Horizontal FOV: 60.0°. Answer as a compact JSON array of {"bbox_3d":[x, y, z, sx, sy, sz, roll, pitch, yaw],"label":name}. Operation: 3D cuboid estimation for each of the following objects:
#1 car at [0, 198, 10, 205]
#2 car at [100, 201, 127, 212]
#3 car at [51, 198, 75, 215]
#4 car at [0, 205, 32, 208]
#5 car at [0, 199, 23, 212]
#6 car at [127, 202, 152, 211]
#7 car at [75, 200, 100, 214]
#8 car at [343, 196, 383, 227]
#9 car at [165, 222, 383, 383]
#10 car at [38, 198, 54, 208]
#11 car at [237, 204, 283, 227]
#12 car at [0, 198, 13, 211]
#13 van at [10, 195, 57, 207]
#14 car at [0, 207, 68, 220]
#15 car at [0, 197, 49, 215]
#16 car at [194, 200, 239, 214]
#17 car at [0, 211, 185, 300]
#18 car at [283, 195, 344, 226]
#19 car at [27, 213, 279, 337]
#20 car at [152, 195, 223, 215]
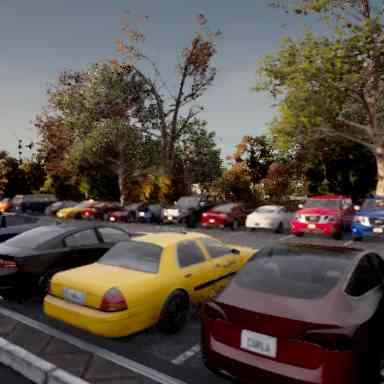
[{"bbox_3d":[-11.712,1.230,14.851,2.435,2.045,5.566,0,0,35],"label":"car"},{"bbox_3d":[-4.273,1.512,25.540,2.163,1.488,4.792,0,0,35],"label":"car"},{"bbox_3d":[-8.903,1.492,28.642,1.946,1.575,5.366,0,0,35],"label":"car"},{"bbox_3d":[-9.443,1.476,13.197,2.231,1.521,4.892,0,0,35],"label":"car"},{"bbox_3d":[-22.399,1.590,38.491,2.002,1.452,4.674,0,0,36],"label":"car"},{"bbox_3d":[-1.970,1.506,23.973,2.163,1.488,4.792,0,0,35],"label":"car"},{"bbox_3d":[-6.529,1.489,27.173,2.097,1.535,5.008,0,0,35],"label":"car"},{"bbox_3d":[9.242,1.220,15.927,2.435,2.045,5.566,0,0,35],"label":"car"},{"bbox_3d":[1.992,1.500,5.104,2.163,1.488,4.792,0,0,35],"label":"car"},{"bbox_3d":[-11.066,1.542,30.406,2.002,1.452,4.674,0,0,35],"label":"car"},{"bbox_3d":[4.719,1.508,19.176,2.002,1.452,4.674,0,0,35],"label":"car"},{"bbox_3d":[-24.665,1.567,40.113,2.097,1.535,5.008,-1,0,36],"label":"car"},{"bbox_3d":[-15.537,1.288,33.736,1.878,1.987,4.442,0,0,35],"label":"van"},{"bbox_3d":[-7.178,1.500,11.555,2.163,1.488,4.792,0,0,35],"label":"car"},{"bbox_3d":[-17.886,1.398,35.230,2.185,1.767,4.553,0,0,35],"label":"car"},{"bbox_3d":[2.549,1.470,20.717,2.097,1.535,5.008,0,0,35],"label":"car"},{"bbox_3d":[-2.594,1.467,8.324,2.097,1.535,5.008,0,0,35],"label":"car"},{"bbox_3d":[7.073,1.218,17.469,2.435,2.045,5.566,0,0,35],"label":"car"},{"bbox_3d":[-0.202,1.465,6.856,1.946,1.575,5.366,0,0,35],"label":"car"},{"bbox_3d":[0.265,1.221,22.313,2.435,2.045,5.566,0,0,35],"label":"car"}]
